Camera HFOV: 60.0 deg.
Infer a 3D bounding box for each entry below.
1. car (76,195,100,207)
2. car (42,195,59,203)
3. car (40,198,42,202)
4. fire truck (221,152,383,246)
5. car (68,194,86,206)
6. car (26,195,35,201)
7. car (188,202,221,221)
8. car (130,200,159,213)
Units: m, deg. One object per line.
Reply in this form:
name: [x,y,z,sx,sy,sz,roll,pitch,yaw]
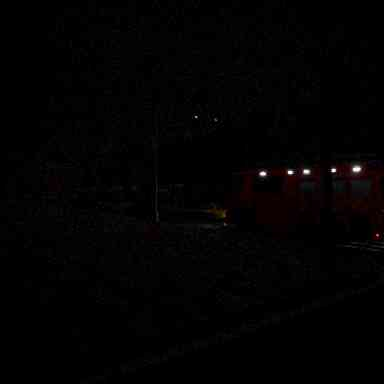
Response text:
car: [-15.099,1.499,49.240,1.947,1.339,4.313,0,0,-36]
car: [-28.465,1.379,67.611,1.967,1.590,4.097,0,0,-36]
car: [-31.807,1.523,72.204,1.802,1.307,4.206,0,0,-36]
fire truck: [5.480,0.337,16.489,2.891,3.827,8.468,0,0,-36]
car: [-18.441,1.250,53.833,2.192,1.841,5.009,0,0,-36]
car: [-41.831,1.518,85.981,2.008,1.369,4.403,0,0,-36]
car: [1.509,1.485,26.416,1.752,1.417,4.829,0,0,-36]
car: [-5.074,1.508,35.463,1.947,1.339,4.313,0,0,-36]
